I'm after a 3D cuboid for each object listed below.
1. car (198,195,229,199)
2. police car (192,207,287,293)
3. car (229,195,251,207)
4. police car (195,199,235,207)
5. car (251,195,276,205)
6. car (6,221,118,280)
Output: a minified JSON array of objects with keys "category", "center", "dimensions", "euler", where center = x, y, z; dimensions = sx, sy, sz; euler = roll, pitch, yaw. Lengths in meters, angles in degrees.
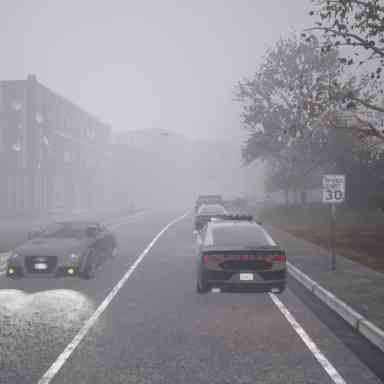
[{"category":"car","center":[1.387,1.226,24.672],"dimensions":[2.150,2.045,5.566],"euler":[0,0,5]},{"category":"police car","center":[1.050,1.428,8.987],"dimensions":[1.930,1.638,5.238],"euler":[0,0,0]},{"category":"car","center":[5.936,1.406,45.032],"dimensions":[1.882,1.535,5.008],"euler":[0,0,28]},{"category":"police car","center":[1.101,1.429,18.924],"dimensions":[1.930,1.638,5.238],"euler":[0,0,1]},{"category":"car","center":[12.258,1.308,55.313],"dimensions":[1.812,1.442,4.674],"euler":[-1,1,40]},{"category":"car","center":[-3.565,1.566,9.857],"dimensions":[1.994,1.385,4.181],"euler":[0,0,0]}]
